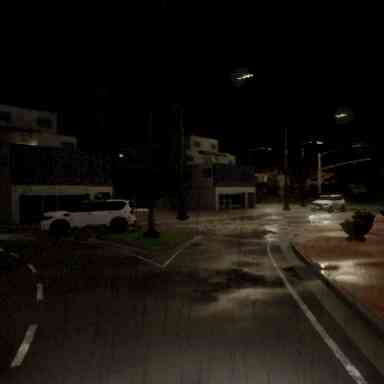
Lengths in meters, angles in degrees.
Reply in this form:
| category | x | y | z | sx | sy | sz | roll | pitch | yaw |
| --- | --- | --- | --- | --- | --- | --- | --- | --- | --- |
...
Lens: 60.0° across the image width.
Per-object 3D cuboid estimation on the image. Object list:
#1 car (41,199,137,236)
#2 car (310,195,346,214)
| category | x | y | z | sx | sy | sz | roll | pitch | yaw |
| --- | --- | --- | --- | --- | --- | --- | --- | --- | --- |
| car | -6.183 | 1.476 | 20.337 | 5.566 | 2.045 | 2.150 | -1 | 0 | -21 |
| car | 15.652 | 1.356 | 38.138 | 5.566 | 2.045 | 2.150 | 0 | -1 | -45 |
